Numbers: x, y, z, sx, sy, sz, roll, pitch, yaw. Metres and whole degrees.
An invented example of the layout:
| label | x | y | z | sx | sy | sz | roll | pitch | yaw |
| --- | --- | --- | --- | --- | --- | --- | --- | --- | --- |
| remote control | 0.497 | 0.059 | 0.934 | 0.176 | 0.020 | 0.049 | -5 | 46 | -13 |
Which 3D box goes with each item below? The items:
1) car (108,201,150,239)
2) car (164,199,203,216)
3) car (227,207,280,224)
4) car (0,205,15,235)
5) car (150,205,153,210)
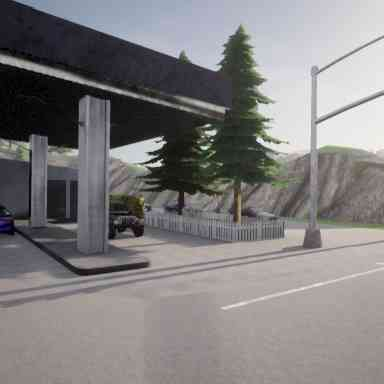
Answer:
| label | x | y | z | sx | sy | sz | roll | pitch | yaw |
| --- | --- | --- | --- | --- | --- | --- | --- | --- | --- |
| car | -4.248 | 1.448 | 18.395 | 1.905 | 1.878 | 3.866 | 1 | 0 | -35 |
| car | -0.856 | 1.541 | 32.721 | 2.097 | 1.767 | 4.553 | 1 | 0 | -35 |
| car | 4.548 | 1.815 | 24.883 | 1.994 | 1.385 | 4.181 | 1 | 0 | -35 |
| car | -11.376 | 1.525 | 18.673 | 2.242 | 1.667 | 4.611 | 1 | 0 | -35 |
| car | -6.889 | 1.666 | 41.467 | 2.033 | 1.411 | 5.357 | 1 | 0 | -34 |
